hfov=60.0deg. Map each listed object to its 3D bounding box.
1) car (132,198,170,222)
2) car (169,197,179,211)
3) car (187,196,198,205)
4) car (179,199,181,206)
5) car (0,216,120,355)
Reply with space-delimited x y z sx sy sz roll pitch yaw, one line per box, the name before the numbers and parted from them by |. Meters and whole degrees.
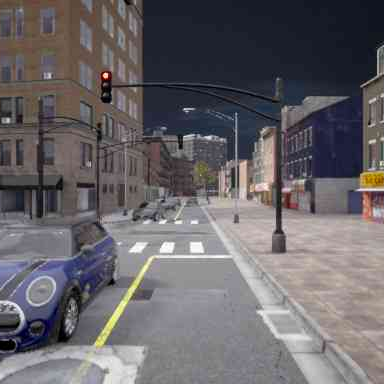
car | -3.299 1.507 26.348 1.837 1.490 4.892 0 0 7
car | -2.888 1.510 40.342 1.837 1.490 4.892 0 1 -1
car | 0.051 1.508 59.333 2.128 1.511 4.902 0 0 0
car | -2.879 1.578 54.203 1.994 1.385 4.181 0 0 0
car | -2.855 1.352 6.429 2.097 1.767 4.553 0 0 0
